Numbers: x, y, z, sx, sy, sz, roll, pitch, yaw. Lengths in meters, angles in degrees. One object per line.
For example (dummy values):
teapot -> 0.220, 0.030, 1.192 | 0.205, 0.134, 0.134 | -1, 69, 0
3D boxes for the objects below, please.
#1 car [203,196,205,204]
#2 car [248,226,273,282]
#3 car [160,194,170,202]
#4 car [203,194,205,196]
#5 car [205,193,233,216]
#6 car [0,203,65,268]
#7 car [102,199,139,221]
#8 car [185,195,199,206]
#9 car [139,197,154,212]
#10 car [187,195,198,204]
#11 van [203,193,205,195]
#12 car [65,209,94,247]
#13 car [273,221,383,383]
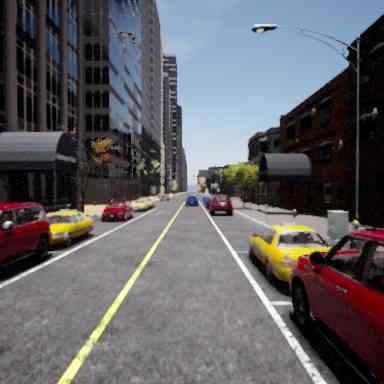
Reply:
car -> 2.688, 1.408, 42.504 | 1.947, 1.339, 4.313 | -1, 0, 0
car -> 2.681, 1.490, 9.467 | 1.752, 1.417, 4.829 | -1, 0, 0
car -> -5.687, 1.180, 70.192 | 1.967, 1.590, 4.097 | -1, 0, 0
car -> 2.690, 1.404, 48.038 | 1.802, 1.307, 4.206 | -1, 0, 0
car -> 2.682, 1.198, 31.434 | 2.192, 1.841, 5.009 | -1, 0, 0
car -> -5.703, 1.280, 9.308 | 2.192, 1.841, 5.009 | -1, 0, 0
car -> -5.696, 1.448, 25.913 | 1.887, 1.381, 4.507 | -1, 0, 0
car -> 0.011, 1.295, 49.289 | 1.882, 1.535, 5.008 | 0, 0, 0
car -> -5.694, 1.389, 36.813 | 1.752, 1.417, 4.829 | -1, 0, 0
car -> 0.014, 1.257, 59.575 | 1.882, 1.535, 5.008 | 0, 0, 0
van -> 2.689, 1.122, 59.106 | 1.690, 1.788, 3.998 | -1, 0, 0
car -> -5.699, 1.471, 14.674 | 1.752, 1.417, 4.829 | -1, 0, 0
car -> 2.676, 1.301, 3.761 | 2.192, 1.841, 5.009 | -1, 0, 0
